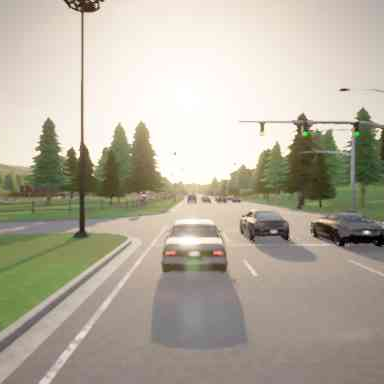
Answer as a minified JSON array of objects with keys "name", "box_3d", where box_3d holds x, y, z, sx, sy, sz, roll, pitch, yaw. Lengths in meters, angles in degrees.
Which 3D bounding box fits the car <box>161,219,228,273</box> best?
[{"name":"car","box_3d":[0.074,1.585,10.742,2.033,1.411,5.357,0,0,0]}]

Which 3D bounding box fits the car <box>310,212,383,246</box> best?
[{"name":"car","box_3d":[7.091,1.617,15.501,1.994,1.385,4.181,0,0,0]}]

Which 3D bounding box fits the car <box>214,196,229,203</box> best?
[{"name":"car","box_3d":[7.009,1.618,79.106,2.097,1.767,4.553,0,0,0]}]

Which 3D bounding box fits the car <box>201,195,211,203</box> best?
[{"name":"car","box_3d":[3.509,1.800,78.720,2.033,1.411,5.357,0,0,0]}]

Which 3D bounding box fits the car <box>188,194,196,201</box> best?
[{"name":"car","box_3d":[0.010,1.492,89.111,2.097,1.767,4.553,0,0,0]}]

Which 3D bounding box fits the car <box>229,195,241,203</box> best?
[{"name":"car","box_3d":[10.509,1.858,79.165,1.895,1.301,4.718,0,0,0]}]

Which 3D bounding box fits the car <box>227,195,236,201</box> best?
[{"name":"car","box_3d":[10.510,1.661,89.139,1.812,1.442,4.674,0,0,0]}]

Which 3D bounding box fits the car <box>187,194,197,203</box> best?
[{"name":"car","box_3d":[0.009,1.486,78.751,2.150,2.045,5.566,0,0,0]}]

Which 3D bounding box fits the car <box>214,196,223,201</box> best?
[{"name":"car","box_3d":[7.010,1.677,89.140,2.033,1.411,5.357,0,0,0]}]

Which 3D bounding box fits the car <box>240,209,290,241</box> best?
[{"name":"car","box_3d":[3.589,1.584,16.913,1.812,1.442,4.674,0,0,0]}]

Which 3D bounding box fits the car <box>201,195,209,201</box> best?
[{"name":"car","box_3d":[3.510,1.615,89.140,1.882,1.535,5.008,0,0,0]}]

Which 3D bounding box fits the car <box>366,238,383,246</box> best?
[{"name":"car","box_3d":[3.601,1.486,2.498,1.882,1.535,5.008,0,0,0]}]
